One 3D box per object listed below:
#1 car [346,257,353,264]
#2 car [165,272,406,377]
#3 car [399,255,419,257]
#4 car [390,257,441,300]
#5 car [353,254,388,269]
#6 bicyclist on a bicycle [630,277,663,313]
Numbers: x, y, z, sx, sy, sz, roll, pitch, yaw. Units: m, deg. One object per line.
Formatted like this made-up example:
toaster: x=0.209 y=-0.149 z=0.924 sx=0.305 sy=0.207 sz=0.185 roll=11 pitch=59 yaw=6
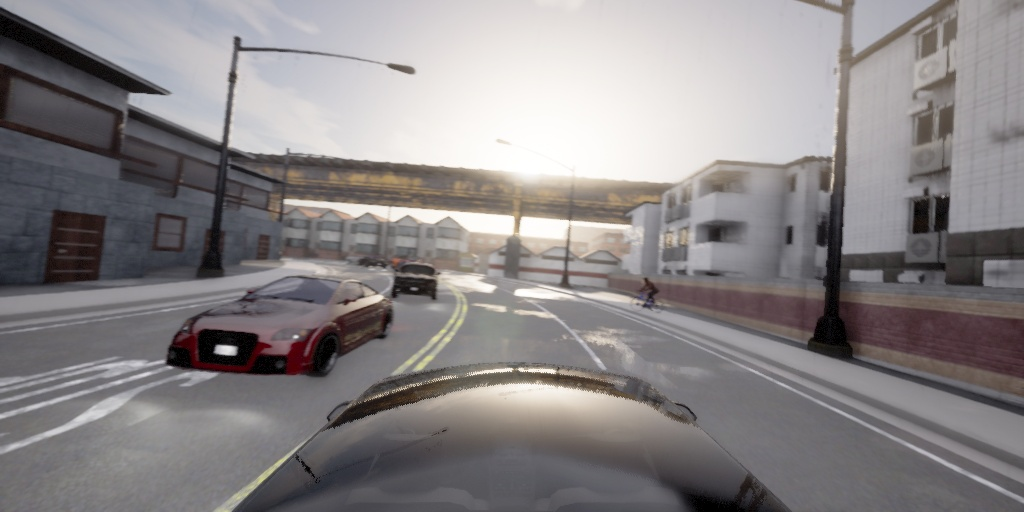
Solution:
car: x=-19.447 y=0.473 z=46.519 sx=4.718 sy=1.301 sz=1.895 roll=3 pitch=-3 yaw=35
car: x=-3.710 y=1.067 z=6.675 sx=1.994 sy=1.385 sz=4.181 roll=5 pitch=-1 yaw=0
car: x=-7.593 y=0.916 z=26.702 sx=2.033 sy=1.411 sz=5.357 roll=6 pitch=-1 yaw=-24
car: x=-4.426 y=1.034 z=16.908 sx=1.882 sy=1.535 sz=5.008 roll=5 pitch=-1 yaw=-12
car: x=-14.527 y=0.535 z=37.320 sx=1.994 sy=1.385 sz=4.181 roll=7 pitch=-2 yaw=-41
bicyclist on a bicycle: x=6.307 y=1.818 z=16.661 sx=1.656 sy=1.620 sz=0.582 roll=5 pitch=-1 yaw=-9
